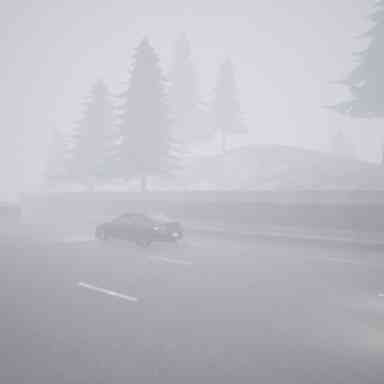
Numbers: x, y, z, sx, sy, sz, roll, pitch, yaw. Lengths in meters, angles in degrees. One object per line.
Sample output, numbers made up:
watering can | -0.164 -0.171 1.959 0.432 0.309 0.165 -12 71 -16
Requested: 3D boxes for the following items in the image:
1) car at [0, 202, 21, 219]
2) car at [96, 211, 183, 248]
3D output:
car | -16.403 1.565 28.946 1.882 1.535 5.008 0 0 -41
car | -2.446 1.573 15.044 4.674 1.442 1.812 0 0 40
